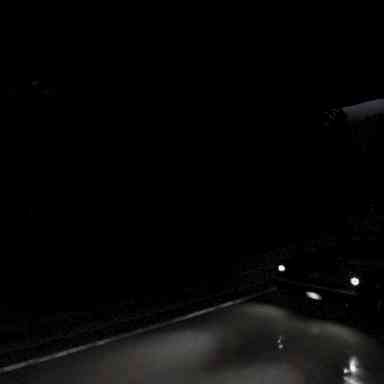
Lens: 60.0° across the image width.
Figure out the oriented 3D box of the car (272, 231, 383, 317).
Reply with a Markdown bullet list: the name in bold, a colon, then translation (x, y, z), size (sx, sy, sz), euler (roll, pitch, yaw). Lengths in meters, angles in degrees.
- **car**: translation (3.876, 1.643, 7.776), size (4.718, 1.301, 1.895), euler (0, 0, -44)

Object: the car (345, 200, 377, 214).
- **car**: translation (18.533, 1.686, 37.523), size (2.128, 1.511, 4.902), euler (0, 0, -13)
